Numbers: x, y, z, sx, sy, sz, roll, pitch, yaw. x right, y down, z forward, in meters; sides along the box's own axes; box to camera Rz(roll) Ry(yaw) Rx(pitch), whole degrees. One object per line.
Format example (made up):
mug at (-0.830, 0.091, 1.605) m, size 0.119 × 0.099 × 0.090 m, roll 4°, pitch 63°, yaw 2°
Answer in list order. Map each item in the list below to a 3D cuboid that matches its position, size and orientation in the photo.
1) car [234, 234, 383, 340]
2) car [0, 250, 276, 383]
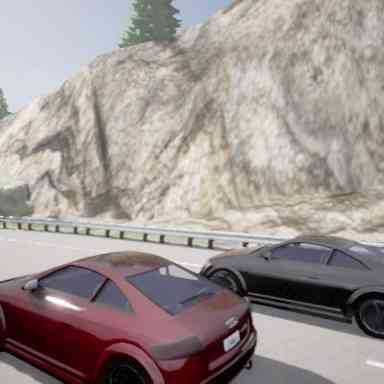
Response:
car at (2.208, 1.548, 6.583) m, size 4.181 × 1.385 × 1.994 m, roll 0°, pitch 0°, yaw 35°
car at (-1.229, 1.555, 4.687) m, size 4.181 × 1.385 × 1.994 m, roll 0°, pitch 0°, yaw 34°
